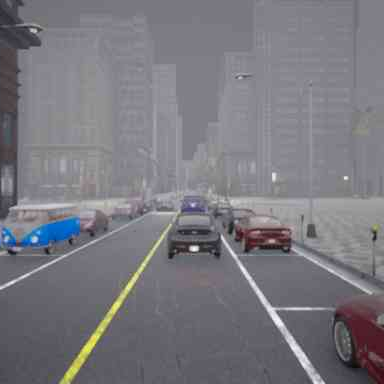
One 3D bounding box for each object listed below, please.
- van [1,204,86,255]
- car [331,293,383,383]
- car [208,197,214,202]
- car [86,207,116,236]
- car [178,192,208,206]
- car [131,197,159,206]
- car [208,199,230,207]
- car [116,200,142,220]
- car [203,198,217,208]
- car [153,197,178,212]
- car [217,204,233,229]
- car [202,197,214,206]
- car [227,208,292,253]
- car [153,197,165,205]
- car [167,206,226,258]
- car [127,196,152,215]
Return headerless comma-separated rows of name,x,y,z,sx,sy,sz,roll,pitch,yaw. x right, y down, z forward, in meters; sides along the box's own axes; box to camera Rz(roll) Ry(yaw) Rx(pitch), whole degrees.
van,-5.763,1.367,13.074,1.690,1.788,3.998,0,0,0
car,2.763,1.588,2.939,1.802,1.307,4.206,0,0,0
car,2.758,1.652,40.736,1.802,1.307,4.206,0,0,0
car,-5.764,1.619,18.374,1.802,1.307,4.206,0,0,0
car,0.090,1.282,31.206,2.150,2.045,5.566,0,0,0
car,-7.506,1.456,52.982,4.403,1.369,2.008,-1,1,-9
car,2.759,1.624,29.936,1.947,1.339,4.313,0,0,0
car,-5.766,1.639,28.976,1.802,1.307,4.206,0,0,0
car,2.757,1.635,51.537,1.947,1.339,4.313,0,0,0
car,-3.101,1.633,39.125,1.994,1.385,4.181,0,0,0
car,2.760,1.604,19.137,1.947,1.339,4.313,0,0,0
car,2.756,1.627,58.903,1.947,1.339,4.313,0,0,0
car,2.761,1.572,13.738,1.887,1.381,4.507,0,0,0
car,-5.769,1.644,58.907,1.802,1.307,4.206,0,0,0
car,0.082,1.532,12.944,1.837,1.490,4.892,0,0,0
car,-5.767,1.380,34.277,2.192,1.841,5.009,0,0,0
